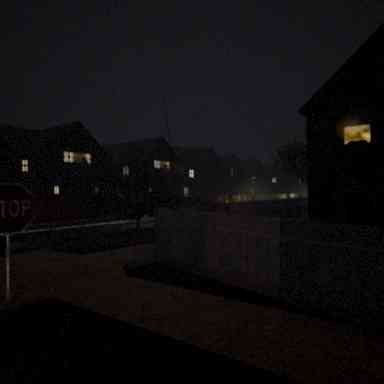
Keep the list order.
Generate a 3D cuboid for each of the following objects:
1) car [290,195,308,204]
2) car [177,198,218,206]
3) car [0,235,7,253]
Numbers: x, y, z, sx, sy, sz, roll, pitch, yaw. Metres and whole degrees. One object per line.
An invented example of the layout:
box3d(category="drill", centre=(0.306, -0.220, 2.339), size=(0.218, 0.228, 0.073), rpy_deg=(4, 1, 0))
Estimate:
box3d(category="car", centre=(14.608, 1.101, 45.450), size=(2.128, 1.511, 4.902), rpy_deg=(-1, -1, 37))
box3d(category="car", centre=(0.344, 1.247, 26.241), size=(2.128, 1.511, 4.902), rpy_deg=(-1, 0, 36))
box3d(category="car", centre=(-7.382, 1.386, 9.658), size=(1.812, 1.442, 4.674), rpy_deg=(-2, 1, -1))
